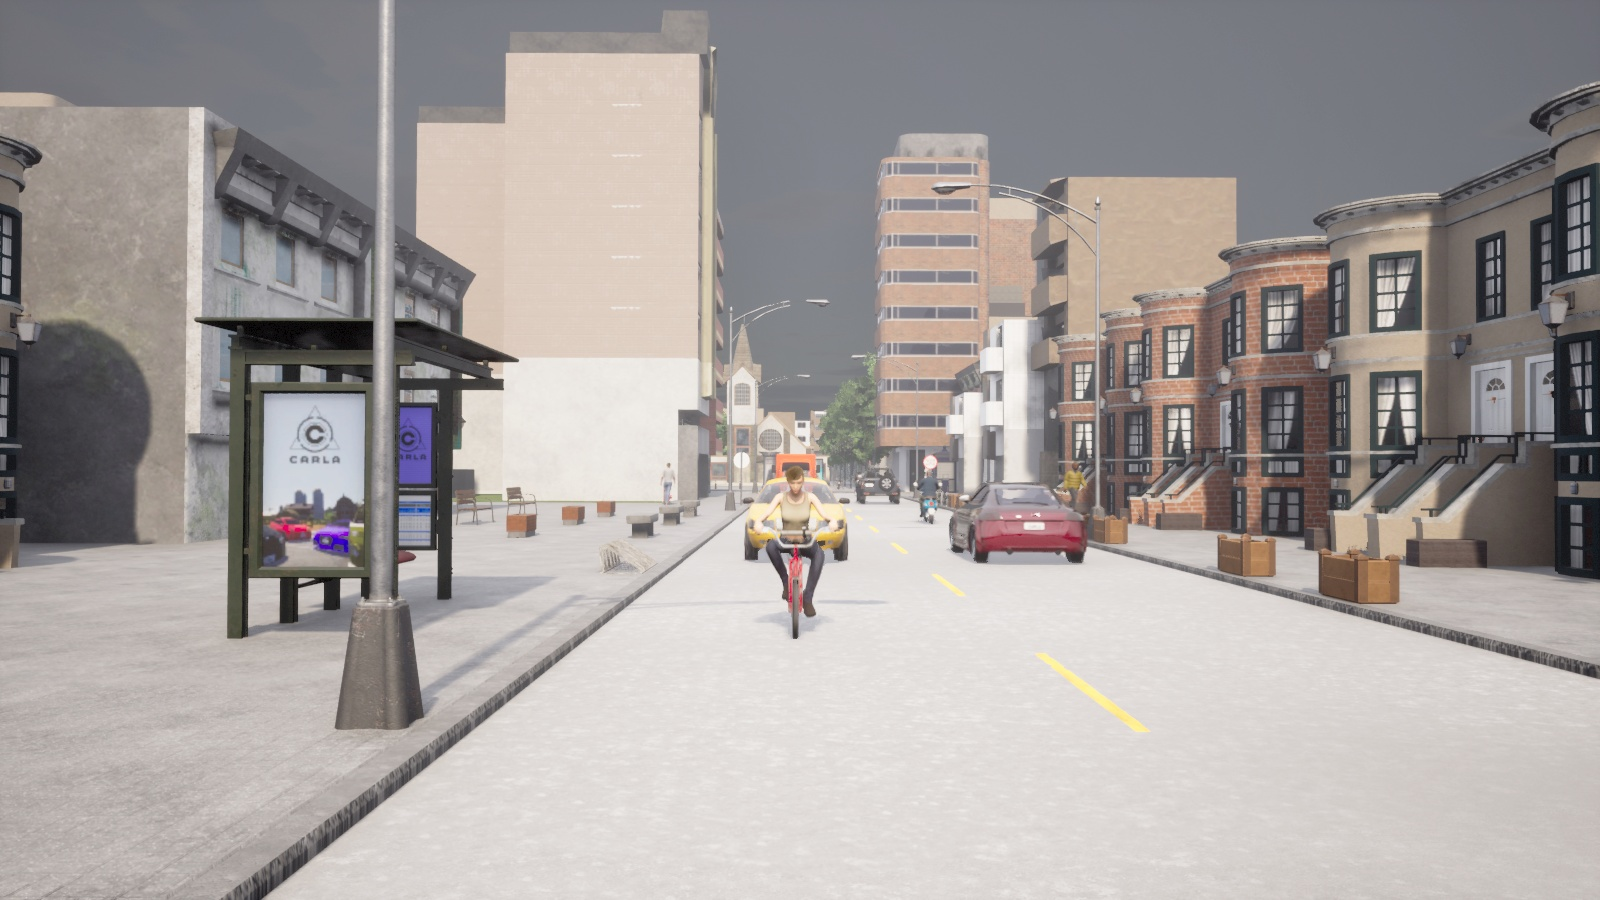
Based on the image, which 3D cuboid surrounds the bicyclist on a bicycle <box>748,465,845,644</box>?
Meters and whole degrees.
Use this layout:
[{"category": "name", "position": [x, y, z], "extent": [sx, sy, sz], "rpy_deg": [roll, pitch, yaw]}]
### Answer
[{"category": "bicyclist on a bicycle", "position": [-0.035, 0.954, 12.093], "extent": [0.866, 1.612, 1.509], "rpy_deg": [0, -1, 0]}]

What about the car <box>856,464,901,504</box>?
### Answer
[{"category": "car", "position": [3.807, 1.647, 61.558], "extent": [1.932, 1.855, 4.605], "rpy_deg": [0, -1, 0]}]

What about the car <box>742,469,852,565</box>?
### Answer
[{"category": "car", "position": [-0.058, 1.146, 23.425], "extent": [1.801, 1.575, 5.366], "rpy_deg": [0, -1, 0]}]

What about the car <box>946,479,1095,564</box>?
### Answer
[{"category": "car", "position": [3.944, 1.251, 23.199], "extent": [1.994, 1.385, 4.181], "rpy_deg": [0, -1, 0]}]

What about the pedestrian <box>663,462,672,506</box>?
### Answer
[{"category": "pedestrian", "position": [-5.653, 1.444, 53.560], "extent": [0.354, 1.836, 0.706], "rpy_deg": [0, -1, -2]}]

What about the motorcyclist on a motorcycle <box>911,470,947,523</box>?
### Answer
[{"category": "motorcyclist on a motorcycle", "position": [3.903, 1.391, 38.105], "extent": [0.866, 1.590, 1.817], "rpy_deg": [0, -1, 0]}]

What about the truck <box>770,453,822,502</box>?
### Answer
[{"category": "truck", "position": [-0.211, 1.431, 65.815], "extent": [2.627, 2.467, 5.204], "rpy_deg": [0, -1, 0]}]

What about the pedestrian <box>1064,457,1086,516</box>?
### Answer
[{"category": "pedestrian", "position": [8.674, 1.154, 39.668], "extent": [0.370, 1.835, 0.726], "rpy_deg": [0, -1, -16]}]
